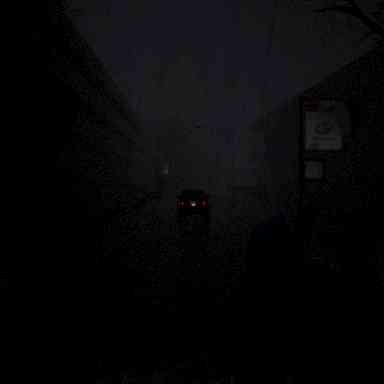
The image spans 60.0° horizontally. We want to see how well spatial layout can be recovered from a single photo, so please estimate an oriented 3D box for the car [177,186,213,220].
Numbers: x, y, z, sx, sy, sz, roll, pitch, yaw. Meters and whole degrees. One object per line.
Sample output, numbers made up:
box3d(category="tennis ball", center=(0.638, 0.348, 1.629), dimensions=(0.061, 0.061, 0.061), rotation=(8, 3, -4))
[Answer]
box3d(category="car", center=(0.095, 0.823, 23.802), dimensions=(2.150, 2.045, 5.566), rotation=(0, 2, 0))
